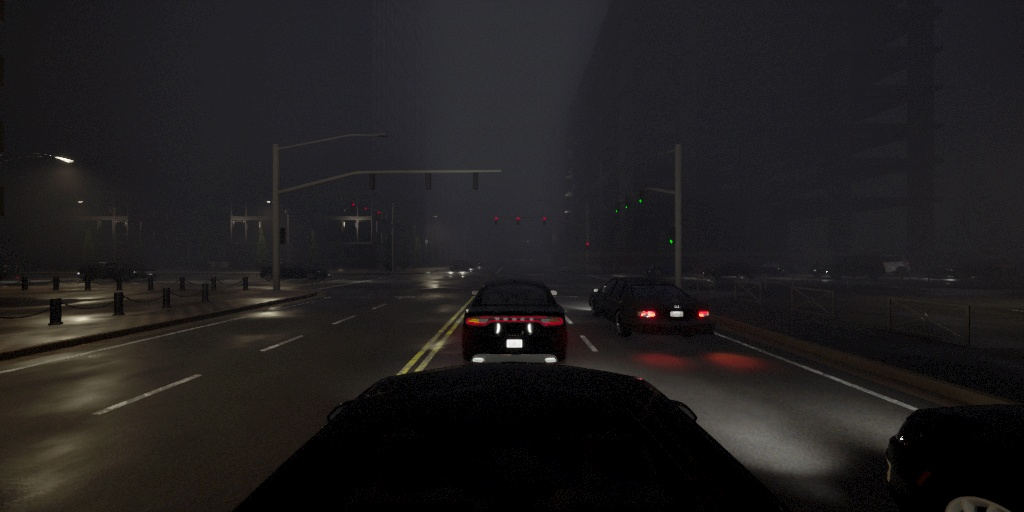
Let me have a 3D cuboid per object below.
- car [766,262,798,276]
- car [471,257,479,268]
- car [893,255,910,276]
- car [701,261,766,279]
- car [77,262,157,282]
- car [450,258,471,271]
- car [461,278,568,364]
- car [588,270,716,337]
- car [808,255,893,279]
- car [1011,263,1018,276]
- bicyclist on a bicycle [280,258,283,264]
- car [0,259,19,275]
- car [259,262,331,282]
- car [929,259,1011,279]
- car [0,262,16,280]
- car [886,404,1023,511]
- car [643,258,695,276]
[{"bbox_3d":[24.698,1.242,35.044,5.357,1.411,2.033,0,0,0],"label":"car"},{"bbox_3d":[-7.081,1.297,59.025,2.033,1.411,5.357,0,0,0],"label":"car"},{"bbox_3d":[35.393,0.916,35.075,5.566,2.045,2.150,0,0,0],"label":"car"},{"bbox_3d":[19.154,1.220,31.503,4.674,1.442,1.812,0,0,0],"label":"car"},{"bbox_3d":[-30.066,1.187,27.395,4.902,1.511,2.128,0,0,0],"label":"car"},{"bbox_3d":[-7.093,1.227,48.512,1.882,1.535,5.008,0,0,0],"label":"car"},{"bbox_3d":[0.055,1.228,8.124,1.882,1.535,5.008,0,0,0],"label":"car"},{"bbox_3d":[3.571,1.297,10.248,2.033,1.411,5.357,0,0,0],"label":"car"},{"bbox_3d":[29.420,0.916,31.558,5.566,2.045,2.150,0,0,0],"label":"car"},{"bbox_3d":[45.953,1.046,35.061,4.553,1.767,2.097,0,0,2],"label":"car"},{"bbox_3d":[-25.408,0.995,39.334,0.582,1.620,1.656,0,0,0],"label":"bicyclist on a bicycle"},{"bbox_3d":[-51.177,1.046,34.783,4.553,1.767,2.097,0,0,1],"label":"car"},{"bbox_3d":[-16.552,1.186,27.505,4.902,1.511,2.128,0,0,-2],"label":"car"},{"bbox_3d":[39.912,1.172,31.575,5.008,1.535,1.882,0,0,0],"label":"car"},{"bbox_3d":[-41.940,1.295,27.513,4.718,1.301,1.895,0,0,1],"label":"car"},{"bbox_3d":[3.600,1.255,0.511,1.837,1.490,4.892,0,0,0],"label":"car"},{"bbox_3d":[15.230,1.046,35.031,4.553,1.767,2.097,0,0,0],"label":"car"}]
